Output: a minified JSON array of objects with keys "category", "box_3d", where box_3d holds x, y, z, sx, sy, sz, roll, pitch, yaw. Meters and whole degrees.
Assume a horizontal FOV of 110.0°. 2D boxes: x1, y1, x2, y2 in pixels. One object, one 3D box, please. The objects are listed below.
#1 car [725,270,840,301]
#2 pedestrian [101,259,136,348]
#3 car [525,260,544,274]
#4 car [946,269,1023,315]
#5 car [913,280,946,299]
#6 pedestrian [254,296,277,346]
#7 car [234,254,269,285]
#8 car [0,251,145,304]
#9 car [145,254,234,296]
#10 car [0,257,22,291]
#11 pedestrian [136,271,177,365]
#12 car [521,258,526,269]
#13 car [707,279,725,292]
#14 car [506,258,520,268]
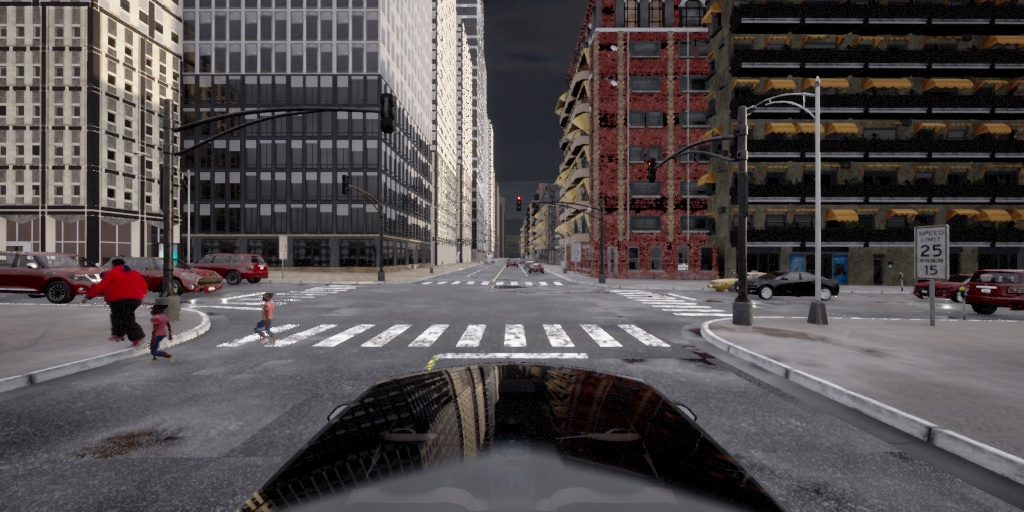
[{"category":"car","box_3d":[14.819,1.532,19.517,5.008,1.535,1.882,1,0,0]},{"category":"pedestrian","box_3d":[-7.872,0.892,7.264,0.375,1.860,0.375,0,0,0]},{"category":"car","box_3d":[2.793,1.341,41.816,1.802,1.307,4.207,0,0,0]},{"category":"car","box_3d":[20.614,1.461,13.799,5.009,1.841,2.192,0,0,0]},{"category":"car","box_3d":[25.021,1.718,19.590,5.008,1.535,1.882,1,0,0]},{"category":"pedestrian","box_3d":[-5.405,1.044,7.950,0.375,1.860,0.375,0,0,0]},{"category":"car","box_3d":[-17.684,0.776,21.863,5.009,1.841,2.192,0,0,0]},{"category":"car","box_3d":[-17.560,0.757,13.484,5.009,1.841,2.192,0,0,0]},{"category":"car","box_3d":[-15.724,0.835,16.089,4.553,1.767,2.097,1,0,0]},{"category":"car","box_3d":[-25.715,0.774,16.016,5.008,1.535,1.882,1,0,-1]},{"category":"pedestrian","box_3d":[-6.521,1.044,6.639,0.375,1.860,0.375,0,0,0]},{"category":"car","box_3d":[2.760,1.317,54.733,2.007,1.370,4.403,0,0,0]},{"category":"car","box_3d":[14.657,1.587,22.103,4.829,1.417,1.751,0,0,0]},{"category":"car","box_3d":[0.082,1.125,63.972,2.097,1.767,4.553,0,0,0]}]
